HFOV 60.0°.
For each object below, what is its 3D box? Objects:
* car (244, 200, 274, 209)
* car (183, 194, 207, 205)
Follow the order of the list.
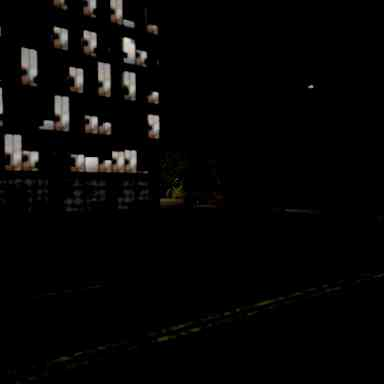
[{"bbox_3d":[9.768,1.733,47.950,1.895,1.301,4.718,-1,0,-33],"label":"car"},{"bbox_3d":[0.477,1.367,62.356,2.150,2.045,5.566,-1,1,-32],"label":"car"}]
